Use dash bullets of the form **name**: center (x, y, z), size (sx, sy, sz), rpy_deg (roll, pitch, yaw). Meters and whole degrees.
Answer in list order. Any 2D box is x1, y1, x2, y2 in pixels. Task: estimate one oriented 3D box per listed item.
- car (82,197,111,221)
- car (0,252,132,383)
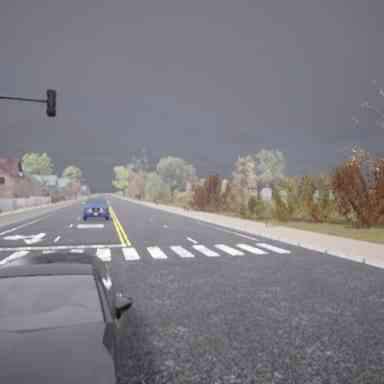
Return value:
- **car**: center (-8.505, 1.440, 29.673), size (2.150, 2.045, 5.566), rpy_deg (1, 0, -15)
- **car**: center (-1.742, 1.557, 3.980), size (1.812, 1.442, 4.674), rpy_deg (1, 0, -12)
